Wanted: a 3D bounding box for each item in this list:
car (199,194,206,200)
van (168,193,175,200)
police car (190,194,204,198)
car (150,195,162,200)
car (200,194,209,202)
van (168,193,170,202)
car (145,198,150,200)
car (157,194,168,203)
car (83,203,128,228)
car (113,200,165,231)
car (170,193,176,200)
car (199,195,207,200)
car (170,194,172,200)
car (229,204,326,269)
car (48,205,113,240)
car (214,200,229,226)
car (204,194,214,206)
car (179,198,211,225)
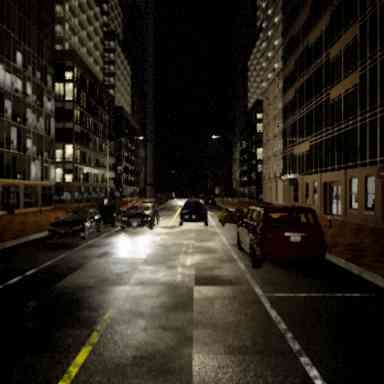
[{"bbox_3d":[2.723,1.319,90.911,1.752,1.417,4.829,0,0,0],"label":"car"},{"bbox_3d":[-5.657,1.135,90.758,1.690,1.788,3.998,0,0,0],"label":"van"},{"bbox_3d":[0.115,1.345,41.276,1.930,1.638,5.238,0,0,0],"label":"police car"},{"bbox_3d":[-5.672,1.462,45.220,2.008,1.369,4.403,0,0,0],"label":"car"},{"bbox_3d":[2.718,1.282,73.664,1.967,1.590,4.097,0,0,0],"label":"car"},{"bbox_3d":[-5.666,1.211,62.297,1.690,1.788,3.998,0,0,0],"label":"van"},{"bbox_3d":[-5.676,1.519,33.835,1.802,1.307,4.206,0,0,0],"label":"car"},{"bbox_3d":[-5.669,1.429,56.605,1.887,1.381,4.507,0,0,0],"label":"car"},{"bbox_3d":[-5.680,1.526,22.452,1.947,1.339,4.313,0,0,0],"label":"car"},{"bbox_3d":[-3.093,1.456,20.485,2.128,1.511,4.902,0,0,0],"label":"car"},{"bbox_3d":[-5.659,1.250,85.065,1.967,1.590,4.097,0,0,0],"label":"car"},{"bbox_3d":[2.721,1.392,85.049,1.802,1.307,4.206,0,0,0],"label":"car"},{"bbox_3d":[-5.665,1.438,67.990,1.802,1.307,4.206,0,0,0],"label":"car"},{"bbox_3d":[2.699,1.297,11.052,2.192,1.841,5.009,0,0,0],"label":"car"},{"bbox_3d":[-5.681,1.522,16.759,2.008,1.369,4.403,0,0,0],"label":"car"},{"bbox_3d":[2.701,1.486,22.606,1.752,1.417,4.829,0,0,0],"label":"car"},{"bbox_3d":[2.710,1.464,50.897,1.947,1.339,4.313,0,0,0],"label":"car"},{"bbox_3d":[0.108,1.436,23.463,1.882,1.535,5.008,0,0,0],"label":"car"}]
